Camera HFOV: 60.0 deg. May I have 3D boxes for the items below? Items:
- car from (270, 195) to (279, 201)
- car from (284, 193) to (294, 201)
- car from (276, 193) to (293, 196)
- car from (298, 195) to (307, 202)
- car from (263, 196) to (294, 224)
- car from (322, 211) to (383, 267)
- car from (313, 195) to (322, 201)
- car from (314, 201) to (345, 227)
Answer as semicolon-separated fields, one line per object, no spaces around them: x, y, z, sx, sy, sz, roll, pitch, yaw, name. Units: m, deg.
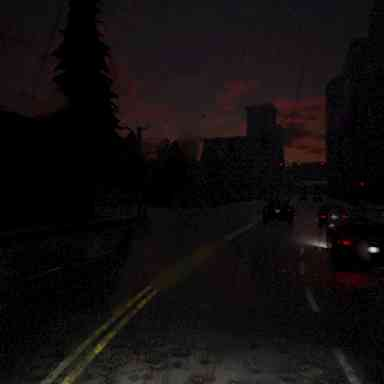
22.061;1.616;88.330;1.837;1.490;4.892;0;0;20;car
25.350;1.339;87.134;2.150;2.045;5.566;0;0;20;car
20.125;1.633;72.383;2.128;1.511;4.902;0;0;20;car
27.391;1.473;82.412;2.097;1.767;4.553;0;0;20;car
6.628;1.390;25.375;2.097;1.767;4.553;0;0;17;car
5.666;1.581;11.174;1.994;1.385;4.181;0;0;18;car
30.585;1.592;80.947;1.882;1.535;5.008;0;0;20;car
9.534;1.581;22.727;2.033;1.411;5.357;0;0;20;car
